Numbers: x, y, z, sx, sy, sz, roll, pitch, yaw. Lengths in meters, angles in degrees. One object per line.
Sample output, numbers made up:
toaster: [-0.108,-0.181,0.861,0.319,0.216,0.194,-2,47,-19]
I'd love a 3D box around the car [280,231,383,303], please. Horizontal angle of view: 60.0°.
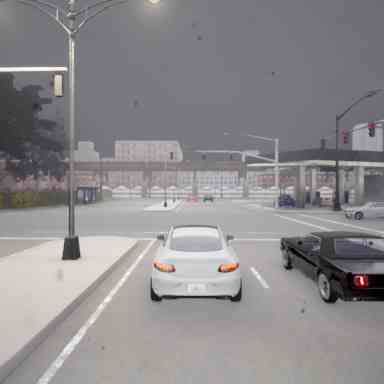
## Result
car: [3.591,1.598,8.128,1.895,1.301,4.718,0,0,0]

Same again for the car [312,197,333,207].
car: [18.975,1.428,48.443,1.970,1.475,3.806,0,0,0]

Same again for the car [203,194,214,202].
car: [3.528,1.247,72.331,2.097,1.767,4.553,0,0,0]

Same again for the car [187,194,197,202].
car: [0.028,1.240,72.332,2.097,1.767,4.553,0,0,0]

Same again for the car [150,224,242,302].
car: [0.085,1.515,8.145,1.812,1.442,4.674,0,0,0]

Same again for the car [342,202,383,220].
car: [14.899,1.519,27.498,4.674,1.442,1.812,0,0,-1]

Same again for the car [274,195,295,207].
car: [13.230,1.256,47.682,2.242,1.667,4.611,0,0,0]
